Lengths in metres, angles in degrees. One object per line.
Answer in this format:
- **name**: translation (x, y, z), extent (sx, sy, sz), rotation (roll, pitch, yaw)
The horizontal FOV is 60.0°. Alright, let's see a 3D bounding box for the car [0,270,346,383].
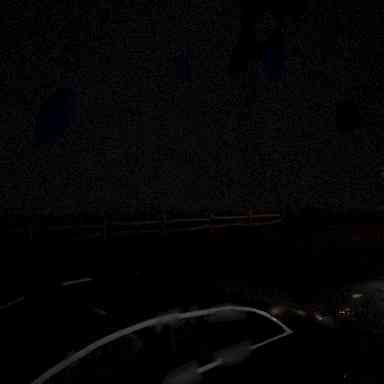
- **car**: translation (-0.799, 1.493, 2.498), extent (4.902, 1.511, 2.128), rotation (0, 0, -36)
